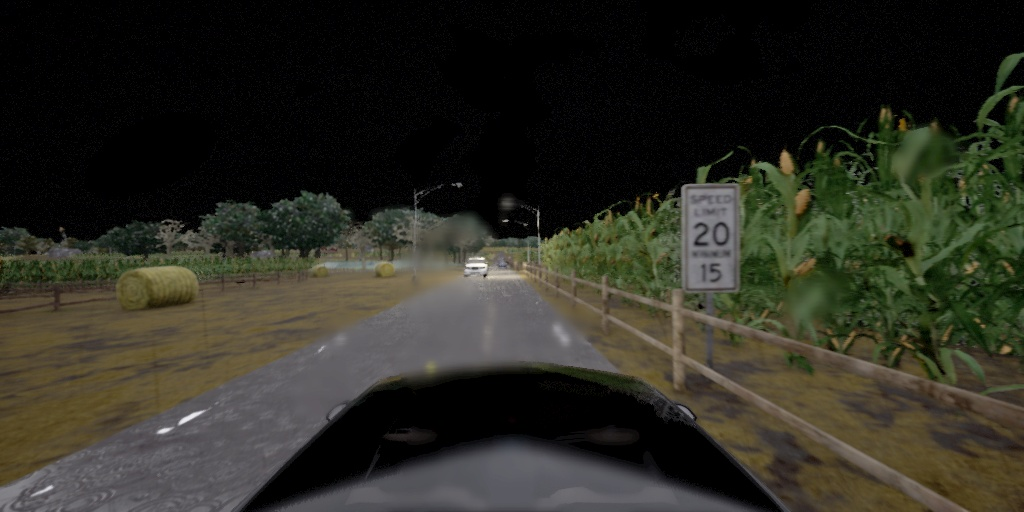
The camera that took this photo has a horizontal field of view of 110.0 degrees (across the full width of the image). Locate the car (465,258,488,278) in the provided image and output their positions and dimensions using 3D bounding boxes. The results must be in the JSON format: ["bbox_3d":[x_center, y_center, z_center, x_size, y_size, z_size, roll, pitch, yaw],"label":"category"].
[{"bbox_3d":[-3.717,1.207,38.015,2.150,2.045,5.566,-1,-1,-2],"label":"car"}]
